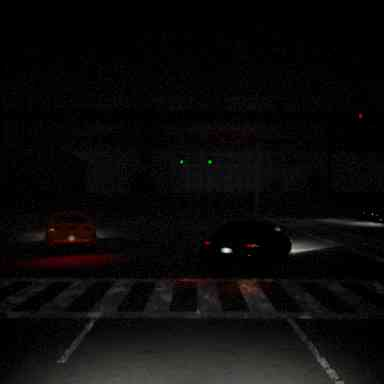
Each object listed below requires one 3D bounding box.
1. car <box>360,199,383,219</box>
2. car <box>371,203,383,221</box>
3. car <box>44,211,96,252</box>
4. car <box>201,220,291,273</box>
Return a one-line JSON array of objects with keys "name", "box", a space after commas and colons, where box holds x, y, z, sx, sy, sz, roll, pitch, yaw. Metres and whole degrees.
[{"name": "car", "box": [17.855, 1.450, 29.181, 5.566, 2.045, 2.150, 0, 0, 0]}, {"name": "car", "box": [17.217, 1.749, 25.674, 5.357, 1.411, 2.033, 0, 0, 0]}, {"name": "car", "box": [-5.423, 1.593, 14.664, 1.882, 1.535, 5.008, 1, -1, -22]}, {"name": "car", "box": [1.943, 1.653, 11.266, 1.994, 1.385, 4.181, -1, -1, 28]}]
